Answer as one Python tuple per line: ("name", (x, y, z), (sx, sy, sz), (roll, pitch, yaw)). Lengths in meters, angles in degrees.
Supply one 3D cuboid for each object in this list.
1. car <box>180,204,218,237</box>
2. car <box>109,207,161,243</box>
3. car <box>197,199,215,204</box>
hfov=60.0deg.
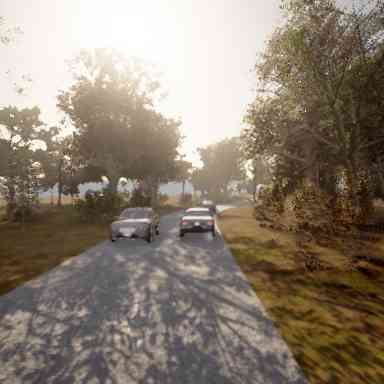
("car", (0.346, 1.587, 18.386), (2.033, 1.411, 5.357), (0, 0, 2))
("car", (-2.639, 1.522, 16.332), (2.128, 1.511, 4.902), (0, 0, 2))
("car", (1.981, 1.791, 40.025), (1.812, 1.442, 4.674), (0, -1, 6))
